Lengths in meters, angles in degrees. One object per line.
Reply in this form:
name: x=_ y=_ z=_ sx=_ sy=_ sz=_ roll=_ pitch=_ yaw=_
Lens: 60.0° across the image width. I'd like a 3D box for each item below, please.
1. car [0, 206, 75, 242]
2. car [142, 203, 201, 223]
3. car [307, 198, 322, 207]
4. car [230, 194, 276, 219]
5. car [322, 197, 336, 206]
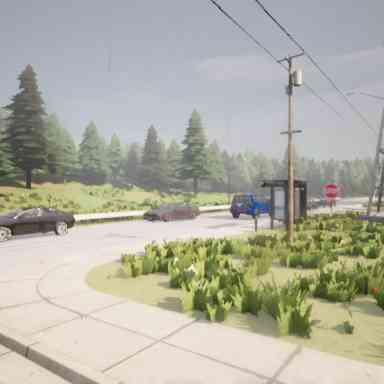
car: x=-8.208 y=1.488 z=16.494 sx=2.128 sy=1.511 sz=4.902 roll=0 pitch=0 yaw=36
car: x=-1.419 y=1.543 z=25.847 sx=2.033 sy=1.411 sz=5.357 roll=0 pitch=0 yaw=36
car: x=14.399 y=1.562 z=41.592 sx=1.994 sy=1.385 sz=4.181 roll=0 pitch=0 yaw=36
car: x=5.408 y=1.219 z=29.102 sx=2.150 sy=2.045 sz=5.566 roll=0 pitch=0 yaw=36
car: x=20.159 y=1.523 z=49.666 sx=1.812 sy=1.442 sz=4.674 roll=0 pitch=0 yaw=36
